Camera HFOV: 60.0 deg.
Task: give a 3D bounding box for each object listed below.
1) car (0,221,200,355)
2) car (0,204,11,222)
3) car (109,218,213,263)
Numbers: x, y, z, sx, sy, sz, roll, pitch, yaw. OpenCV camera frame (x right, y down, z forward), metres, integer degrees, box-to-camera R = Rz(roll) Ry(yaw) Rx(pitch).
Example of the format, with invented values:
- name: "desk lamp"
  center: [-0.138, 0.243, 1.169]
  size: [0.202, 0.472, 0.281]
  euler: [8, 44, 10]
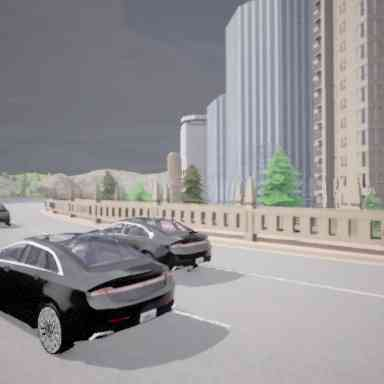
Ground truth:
- name: "car"
  center: [-2.488, 1.512, 6.184]
  size: [4.902, 1.511, 2.128]
  euler: [0, 0, 39]
- name: "car"
  center: [-14.064, 1.559, 23.350]
  size: [2.128, 1.511, 4.902]
  euler: [0, 0, -37]
- name: "car"
  center: [-1.653, 1.529, 10.034]
  size: [4.902, 1.511, 2.128]
  euler: [0, 0, 40]
